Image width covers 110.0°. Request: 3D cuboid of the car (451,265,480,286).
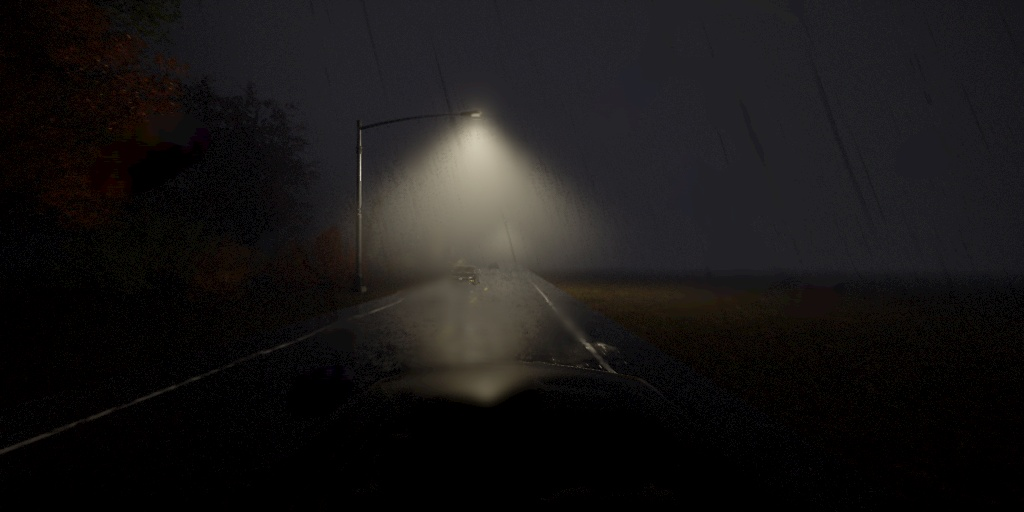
[{"bbox_3d":[-3.601,1.508,28.263,1.837,1.490,4.892,0,-1,0],"label":"car"}]
